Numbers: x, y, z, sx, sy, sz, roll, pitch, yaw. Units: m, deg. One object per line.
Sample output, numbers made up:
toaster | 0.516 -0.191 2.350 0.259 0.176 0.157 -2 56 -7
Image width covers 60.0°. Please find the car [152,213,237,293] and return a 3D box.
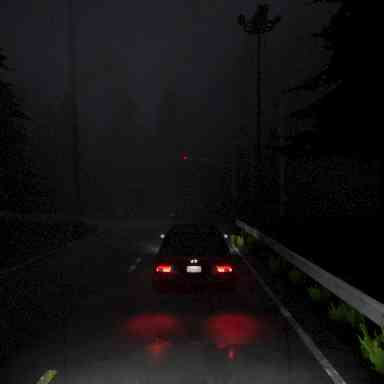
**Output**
car | 0.055 1.547 8.985 2.033 1.411 5.357 0 0 0

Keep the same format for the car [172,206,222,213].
car | 0.421 2.104 31.505 5.008 1.535 1.882 1 -4 -3
